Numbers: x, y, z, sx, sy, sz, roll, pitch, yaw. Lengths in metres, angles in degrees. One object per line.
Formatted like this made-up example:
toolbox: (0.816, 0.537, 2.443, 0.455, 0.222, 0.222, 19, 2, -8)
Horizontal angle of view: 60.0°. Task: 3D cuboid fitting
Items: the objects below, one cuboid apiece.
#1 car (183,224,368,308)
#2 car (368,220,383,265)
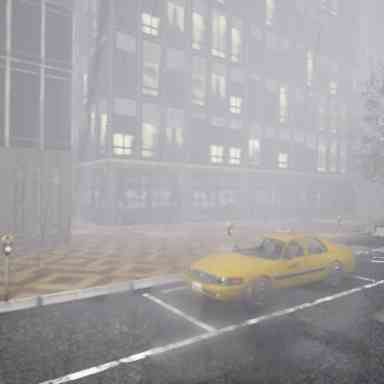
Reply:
car: (2.067, 1.582, 8.032, 4.829, 1.417, 1.752, 1, 0, -36)
car: (6.840, 1.660, 11.438, 4.403, 1.369, 2.008, 1, 0, -36)
